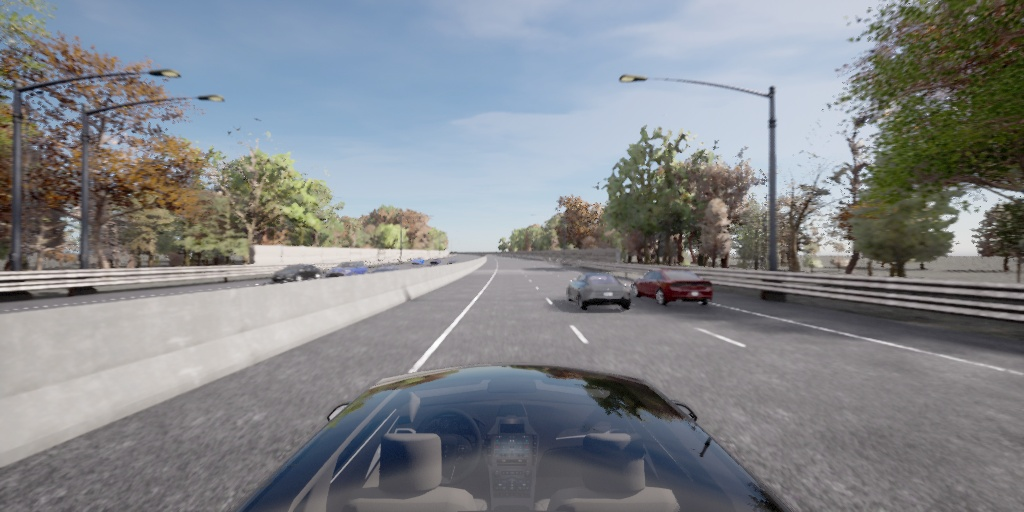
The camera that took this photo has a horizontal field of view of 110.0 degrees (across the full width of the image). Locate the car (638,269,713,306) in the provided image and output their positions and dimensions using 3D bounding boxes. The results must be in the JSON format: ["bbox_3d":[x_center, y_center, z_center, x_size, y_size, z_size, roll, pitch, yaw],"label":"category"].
[{"bbox_3d":[7.072,1.325,16.361,1.882,1.535,5.008,0,0,0],"label":"car"}]

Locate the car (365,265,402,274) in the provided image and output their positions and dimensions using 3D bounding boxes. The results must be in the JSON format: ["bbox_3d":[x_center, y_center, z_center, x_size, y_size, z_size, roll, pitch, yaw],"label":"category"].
[{"bbox_3d":[-10.752,1.486,31.221,1.994,1.385,4.181,0,0,-1],"label":"car"}]

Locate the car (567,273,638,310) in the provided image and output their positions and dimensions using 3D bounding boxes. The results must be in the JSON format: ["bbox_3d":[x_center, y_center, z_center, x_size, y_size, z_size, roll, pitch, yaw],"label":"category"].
[{"bbox_3d":[3.577,1.404,15.368,1.994,1.385,4.181,0,0,0],"label":"car"}]

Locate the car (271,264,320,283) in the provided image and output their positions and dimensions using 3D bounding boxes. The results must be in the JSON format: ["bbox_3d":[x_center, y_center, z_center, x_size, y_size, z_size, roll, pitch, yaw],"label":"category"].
[{"bbox_3d":[-17.734,1.420,29.740,1.837,1.490,4.892,0,0,-1],"label":"car"}]

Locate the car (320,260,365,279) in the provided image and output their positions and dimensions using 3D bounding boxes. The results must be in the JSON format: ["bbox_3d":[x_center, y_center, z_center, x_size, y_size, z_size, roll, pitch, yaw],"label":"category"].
[{"bbox_3d":[-14.252,1.272,31.246,2.097,1.767,4.553,0,0,-1],"label":"car"}]
